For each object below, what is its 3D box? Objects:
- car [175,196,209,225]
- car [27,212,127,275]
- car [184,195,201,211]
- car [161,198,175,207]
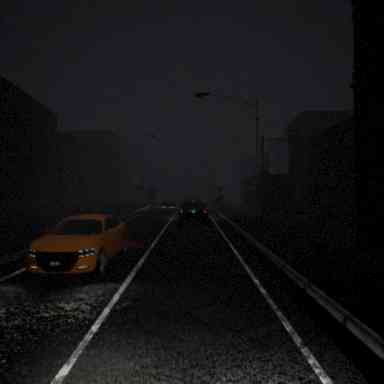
[{"bbox_3d":[0.084,1.316,23.957,2.097,1.767,4.553,0,0,0],"label":"car"},{"bbox_3d":[-3.345,1.462,10.570,1.882,1.535,5.008,0,0,0],"label":"car"},{"bbox_3d":[0.075,1.323,41.724,2.097,1.767,4.553,0,0,0],"label":"car"},{"bbox_3d":[-3.572,1.552,51.082,1.994,1.385,4.181,0,0,0],"label":"car"}]
